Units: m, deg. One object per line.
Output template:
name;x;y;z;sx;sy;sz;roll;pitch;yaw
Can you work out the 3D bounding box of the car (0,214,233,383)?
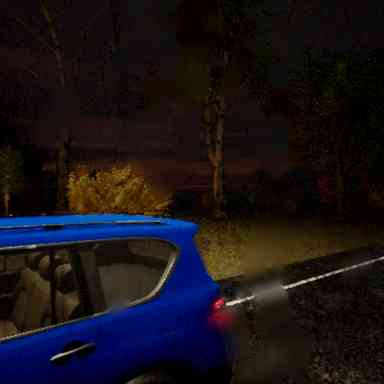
car;-2.184;1.246;2.280;5.566;2.045;2.150;0;-1;-38
